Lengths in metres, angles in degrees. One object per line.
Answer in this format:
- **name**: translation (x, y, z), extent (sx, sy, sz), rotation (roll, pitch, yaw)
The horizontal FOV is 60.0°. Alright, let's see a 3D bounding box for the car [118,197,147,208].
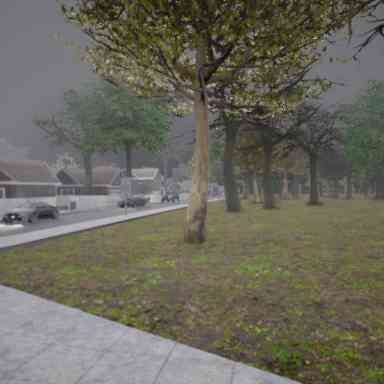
- **car**: translation (-7.359, 1.278, 41.806), extent (2.033, 1.411, 5.357), rotation (-1, 0, 12)

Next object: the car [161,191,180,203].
- **car**: translation (-3.700, 0.801, 58.231), extent (2.150, 2.045, 5.566), rotation (-1, 0, 12)

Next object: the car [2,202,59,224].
- **car**: translation (-11.321, 1.425, 23.643), extent (1.994, 1.385, 4.181), rotation (-1, 1, 11)
